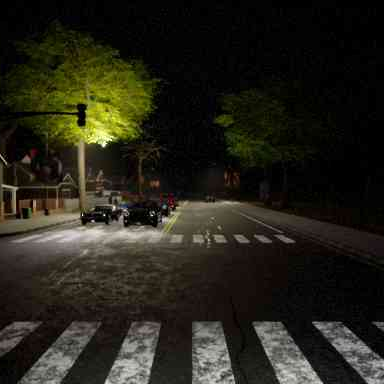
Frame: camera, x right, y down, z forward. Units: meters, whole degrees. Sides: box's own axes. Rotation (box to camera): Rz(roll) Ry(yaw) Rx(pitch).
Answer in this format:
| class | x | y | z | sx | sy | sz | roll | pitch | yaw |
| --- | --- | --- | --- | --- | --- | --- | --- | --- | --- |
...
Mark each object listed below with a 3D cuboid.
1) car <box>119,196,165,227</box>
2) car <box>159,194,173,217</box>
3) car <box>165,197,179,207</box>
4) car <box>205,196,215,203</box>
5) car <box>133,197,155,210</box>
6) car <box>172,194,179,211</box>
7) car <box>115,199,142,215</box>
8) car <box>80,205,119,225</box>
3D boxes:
| class | x | y | z | sx | sy | sz | roll | pitch | yaw |
| --- | --- | --- | --- | --- | --- | --- | --- | --- | --- |
| car | -3.240 | 1.345 | 22.531 | 2.097 | 1.767 | 4.553 | 0 | 0 | 0 |
| car | -3.197 | 1.344 | 31.389 | 2.097 | 1.767 | 4.553 | 0 | 0 | 0 |
| car | -3.062 | 1.500 | 51.662 | 1.837 | 1.490 | 4.892 | 0 | 0 | 1 |
| car | 3.669 | 1.505 | 67.644 | 1.837 | 1.490 | 4.892 | 0 | 0 | 1 |
| car | -6.374 | 1.486 | 44.640 | 2.128 | 1.511 | 4.902 | 0 | 0 | 1 |
| car | -3.148 | 1.215 | 41.223 | 2.150 | 2.045 | 5.566 | 0 | 0 | 0 |
| car | -6.422 | 1.518 | 34.200 | 1.812 | 1.442 | 4.674 | 0 | 0 | 0 |
| car | -6.482 | 1.594 | 24.028 | 1.895 | 1.301 | 4.718 | 0 | 0 | 0 |
